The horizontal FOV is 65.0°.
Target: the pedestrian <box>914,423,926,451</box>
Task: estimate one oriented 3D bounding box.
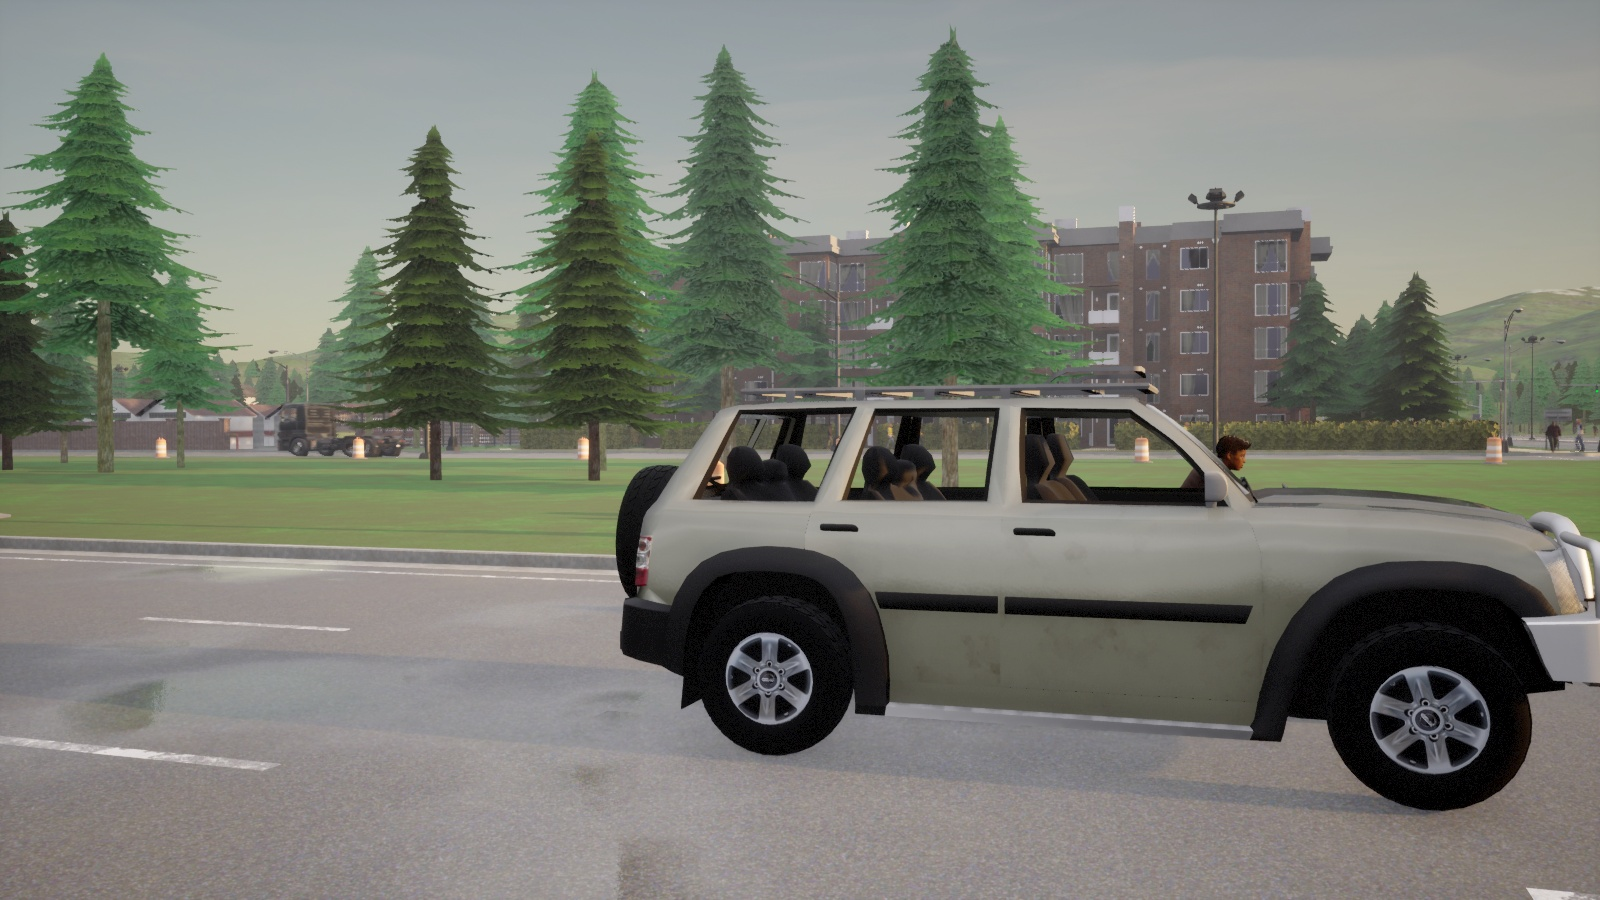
[{"bbox_3d":[8.055,-0.865,84.345,0.726,1.835,0.370,1,1,19],"label":"pedestrian"}]

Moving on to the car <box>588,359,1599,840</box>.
[{"bbox_3d":[1.444,0.546,6.396,4.605,1.855,1.932,1,1,18],"label":"car"}]

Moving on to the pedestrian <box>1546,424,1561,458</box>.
[{"bbox_3d":[41.933,-0.496,69.893,0.634,1.844,0.899,1,1,28],"label":"pedestrian"}]

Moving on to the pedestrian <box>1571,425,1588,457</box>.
[{"bbox_3d":[44.438,-0.514,71.582,0.706,1.836,0.354,1,1,19],"label":"pedestrian"}]

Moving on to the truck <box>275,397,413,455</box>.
[{"bbox_3d":[-28.200,-1.504,77.620,7.936,3.462,2.891,1,1,19],"label":"truck"}]
